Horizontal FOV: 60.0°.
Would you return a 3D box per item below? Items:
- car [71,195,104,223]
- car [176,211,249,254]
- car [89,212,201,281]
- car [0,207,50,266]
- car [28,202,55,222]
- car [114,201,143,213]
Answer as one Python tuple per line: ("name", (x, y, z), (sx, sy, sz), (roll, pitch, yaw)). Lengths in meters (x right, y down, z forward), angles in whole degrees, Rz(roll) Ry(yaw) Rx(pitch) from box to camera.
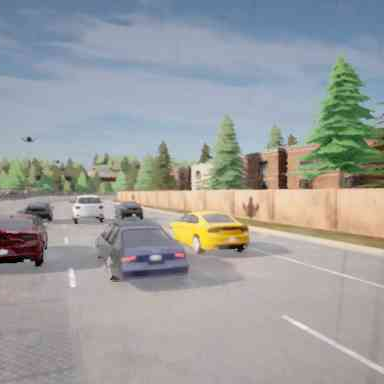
("car", (-8.321, 1.280, 26.377), (2.150, 2.045, 5.566), (0, 0, -21))
("car", (0.486, 1.536, 13.905), (1.882, 1.535, 5.008), (0, -1, -22))
("car", (-1.763, 1.579, 10.067), (2.033, 1.411, 5.357), (0, 0, -21))
("car", (-6.003, 1.490, 11.278), (1.882, 1.535, 5.008), (0, -1, -22))
("car", (-12.018, 1.542, 26.195), (1.837, 1.490, 4.892), (0, 0, -22))
("car", (-5.533, 1.588, 28.830), (1.837, 1.490, 4.892), (0, 0, -22))
